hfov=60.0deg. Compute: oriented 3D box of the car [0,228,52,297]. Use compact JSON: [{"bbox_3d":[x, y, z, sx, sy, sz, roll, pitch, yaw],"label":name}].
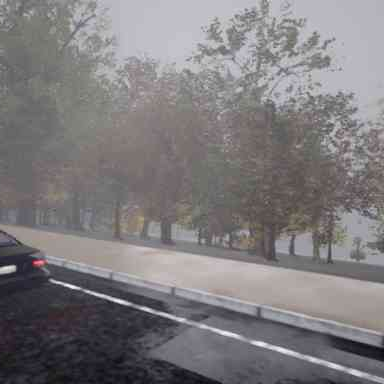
[{"bbox_3d":[-5.341,1.398,7.451,5.357,1.411,2.033,1,1,36],"label":"car"}]
